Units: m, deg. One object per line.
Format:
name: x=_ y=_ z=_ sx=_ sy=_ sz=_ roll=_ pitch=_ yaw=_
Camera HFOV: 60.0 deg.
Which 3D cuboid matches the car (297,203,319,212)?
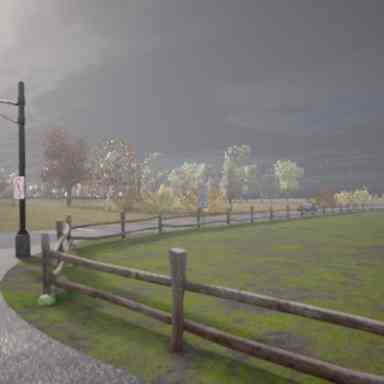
car: x=18.557 y=2.462 z=53.177 sx=2.033 sy=1.411 sz=5.357 roll=-1 pitch=-2 yaw=40
